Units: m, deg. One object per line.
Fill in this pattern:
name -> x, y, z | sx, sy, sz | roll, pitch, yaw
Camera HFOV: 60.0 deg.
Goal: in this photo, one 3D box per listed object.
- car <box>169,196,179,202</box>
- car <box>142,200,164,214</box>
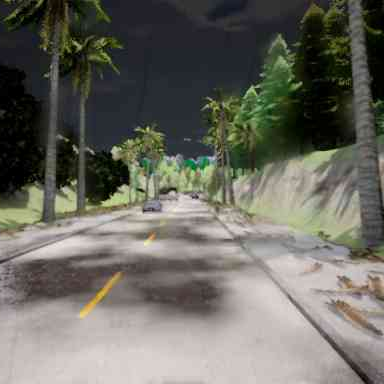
car -> -4.068, 1.527, 76.064 | 1.994, 1.385, 4.181 | 0, 0, 0
car -> -4.104, 1.566, 35.495 | 1.994, 1.385, 4.181 | 0, 0, 0
